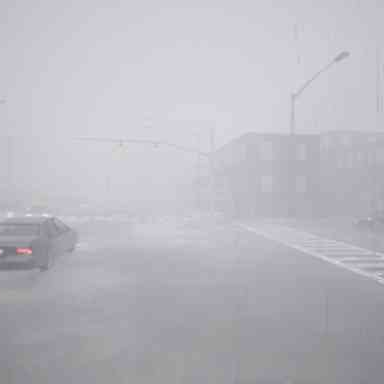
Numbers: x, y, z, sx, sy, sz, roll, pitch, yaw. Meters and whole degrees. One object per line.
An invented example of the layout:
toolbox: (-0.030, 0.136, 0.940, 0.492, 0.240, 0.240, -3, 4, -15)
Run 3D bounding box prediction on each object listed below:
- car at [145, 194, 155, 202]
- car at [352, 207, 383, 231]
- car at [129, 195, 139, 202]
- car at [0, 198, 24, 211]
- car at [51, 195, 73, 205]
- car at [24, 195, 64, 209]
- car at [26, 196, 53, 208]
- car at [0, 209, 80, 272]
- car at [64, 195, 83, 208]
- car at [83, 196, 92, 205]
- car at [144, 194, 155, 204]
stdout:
car: (-9.339, 1.251, 73.961, 2.097, 1.767, 4.553, 1, 0, -7)
car: (12.908, 1.696, 21.597, 4.902, 1.511, 2.128, 1, 0, -7)
car: (-12.817, 1.367, 73.550, 1.812, 1.442, 4.674, 1, 0, -7)
car: (-18.720, 1.300, 34.727, 1.994, 1.385, 4.181, 1, 0, -7)
car: (-20.977, 1.258, 53.830, 2.033, 1.411, 5.357, 1, 0, -7)
car: (-15.175, 1.266, 34.446, 1.882, 1.535, 5.008, 1, 0, -7)
car: (-19.729, 1.250, 43.367, 1.812, 1.442, 4.674, 1, 0, -6)
car: (-4.980, 1.477, 10.465, 2.033, 1.411, 5.357, 1, 0, -7)
car: (-16.279, 1.254, 43.958, 1.882, 1.535, 5.008, 1, 0, -6)
car: (-17.422, 1.328, 53.597, 1.994, 1.385, 4.181, 1, 0, -7)
car: (-8.095, 1.414, 63.795, 1.837, 1.490, 4.892, 1, 0, -7)
